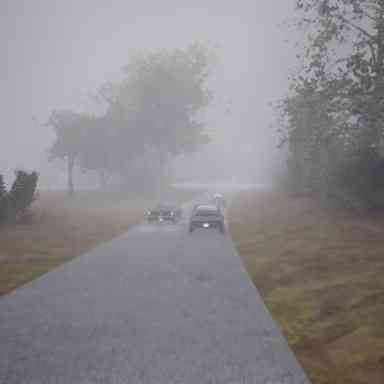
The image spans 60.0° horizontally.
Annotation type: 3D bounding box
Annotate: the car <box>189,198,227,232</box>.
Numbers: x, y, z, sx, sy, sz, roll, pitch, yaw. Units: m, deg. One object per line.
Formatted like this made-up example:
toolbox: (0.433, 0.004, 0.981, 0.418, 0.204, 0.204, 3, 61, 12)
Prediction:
car: (0.890, 1.373, 19.184, 1.837, 1.490, 4.892, 0, 1, 4)

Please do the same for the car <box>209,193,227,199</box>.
car: (2.907, 0.788, 37.388, 1.812, 1.442, 4.674, 1, 3, 8)

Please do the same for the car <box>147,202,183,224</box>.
car: (-1.760, 1.365, 22.904, 1.895, 1.301, 4.718, 1, 1, 5)
